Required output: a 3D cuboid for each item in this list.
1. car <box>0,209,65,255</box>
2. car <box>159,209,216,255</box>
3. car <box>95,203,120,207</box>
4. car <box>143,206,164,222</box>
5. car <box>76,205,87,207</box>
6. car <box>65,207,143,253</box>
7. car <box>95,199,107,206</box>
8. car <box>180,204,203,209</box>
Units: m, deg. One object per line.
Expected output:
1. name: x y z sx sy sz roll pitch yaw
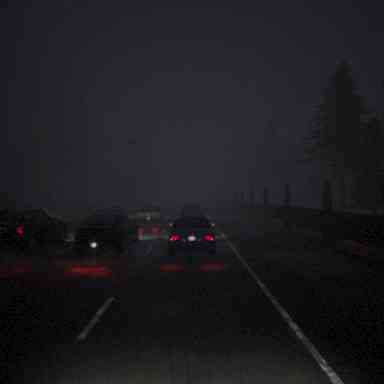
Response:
1. car: -7.004 1.484 14.081 2.097 1.767 4.553 0 -1 0
2. car: -0.006 1.680 13.991 2.033 1.411 5.357 0 -1 0
3. car: -7.012 1.875 29.104 1.895 1.301 4.718 0 0 0
4. car: -3.512 1.875 29.105 1.895 1.301 4.718 0 0 0
5. car: -21.978 1.857 67.193 2.150 2.045 5.566 0 -1 -8
6. car: -3.503 1.643 14.303 1.837 1.490 4.892 0 0 0
7. car: -18.566 2.192 68.008 1.994 1.385 4.181 0 -1 -8
8. car: -0.008 1.756 29.492 1.882 1.535 5.008 0 0 0
